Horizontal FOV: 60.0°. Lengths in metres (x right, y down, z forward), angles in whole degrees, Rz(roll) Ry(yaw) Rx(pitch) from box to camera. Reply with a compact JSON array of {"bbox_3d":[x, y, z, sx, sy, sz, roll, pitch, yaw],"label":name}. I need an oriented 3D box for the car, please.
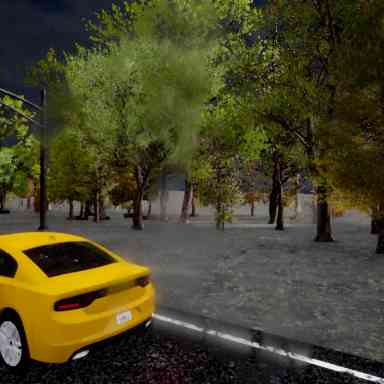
[{"bbox_3d":[-2.900,1.444,5.749,5.008,1.535,1.882,1,0,35],"label":"car"}]
